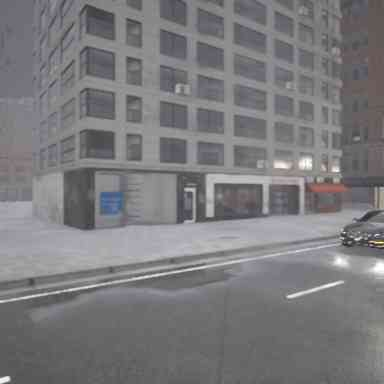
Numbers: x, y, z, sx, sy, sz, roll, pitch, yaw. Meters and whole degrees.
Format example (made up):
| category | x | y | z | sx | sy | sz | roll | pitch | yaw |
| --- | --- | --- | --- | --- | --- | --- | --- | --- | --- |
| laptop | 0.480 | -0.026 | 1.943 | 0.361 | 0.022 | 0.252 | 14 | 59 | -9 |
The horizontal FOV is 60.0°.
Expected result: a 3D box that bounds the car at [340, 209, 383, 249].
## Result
| category | x | y | z | sx | sy | sz | roll | pitch | yaw |
| --- | --- | --- | --- | --- | --- | --- | --- | --- | --- |
| car | 7.868 | 1.440 | 13.281 | 4.892 | 1.490 | 1.837 | 0 | 0 | -35 |
